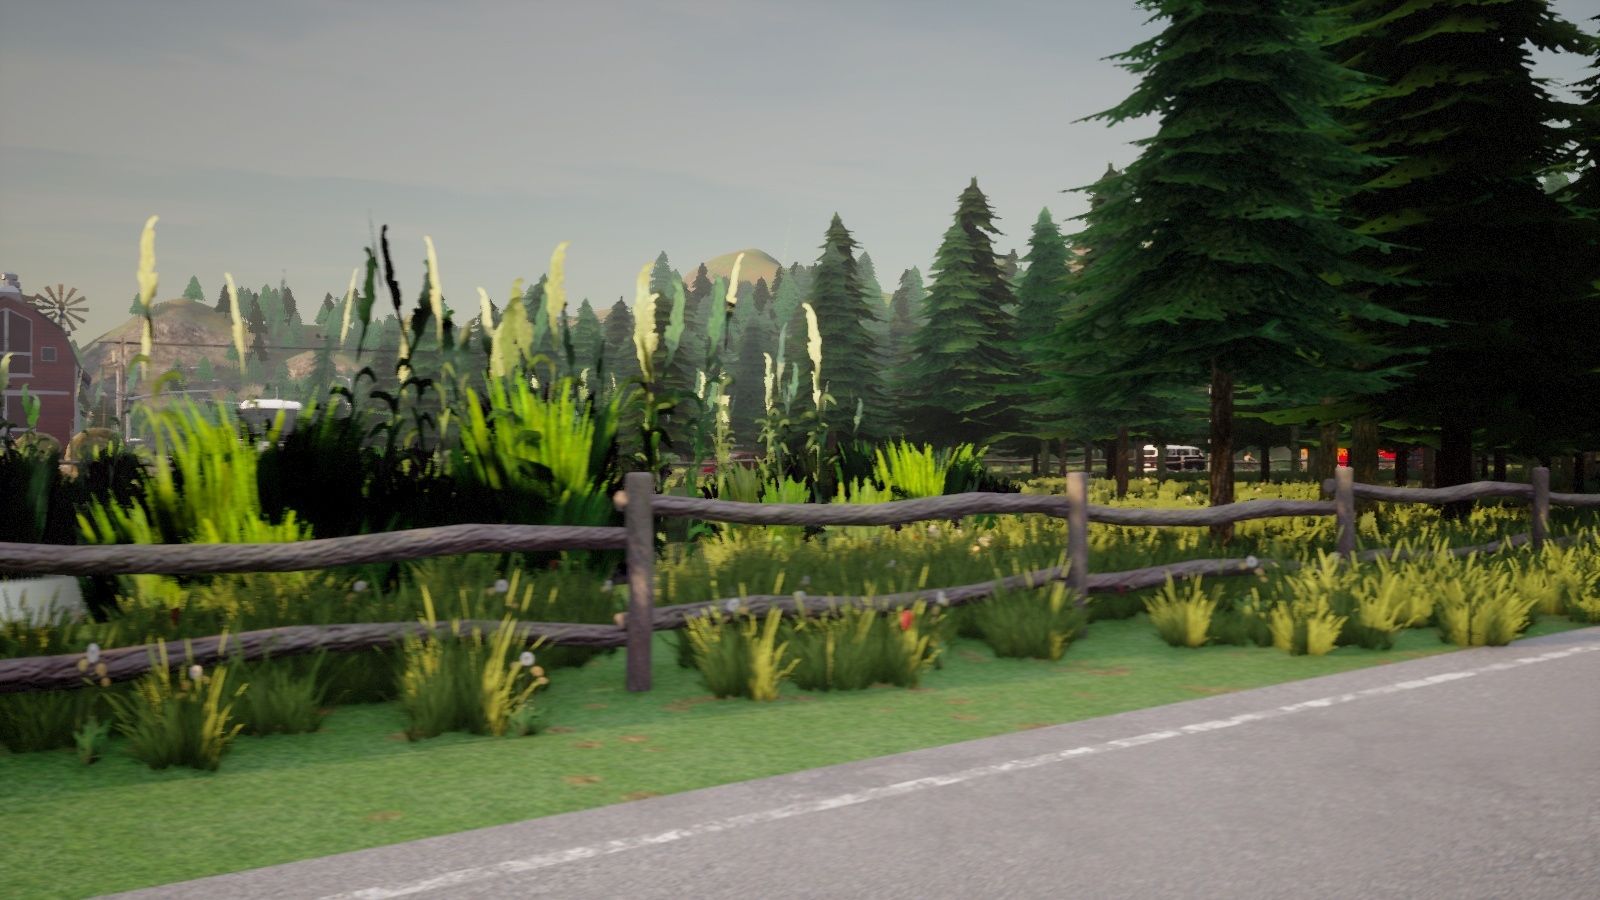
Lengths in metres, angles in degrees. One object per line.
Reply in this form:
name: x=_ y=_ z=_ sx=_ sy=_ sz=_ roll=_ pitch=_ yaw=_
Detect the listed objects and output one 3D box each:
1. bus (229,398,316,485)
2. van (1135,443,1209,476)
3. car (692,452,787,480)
bus: x=-28.328 y=-0.396 z=67.096 sx=3.944 sy=4.253 sz=10.273 roll=0 pitch=0 yaw=-25
van: x=24.146 y=0.598 z=81.458 sx=4.480 sy=2.038 sz=2.069 roll=0 pitch=0 yaw=-28
car: x=-3.384 y=0.877 z=70.589 sx=5.008 sy=1.535 sz=1.882 roll=0 pitch=0 yaw=-28
